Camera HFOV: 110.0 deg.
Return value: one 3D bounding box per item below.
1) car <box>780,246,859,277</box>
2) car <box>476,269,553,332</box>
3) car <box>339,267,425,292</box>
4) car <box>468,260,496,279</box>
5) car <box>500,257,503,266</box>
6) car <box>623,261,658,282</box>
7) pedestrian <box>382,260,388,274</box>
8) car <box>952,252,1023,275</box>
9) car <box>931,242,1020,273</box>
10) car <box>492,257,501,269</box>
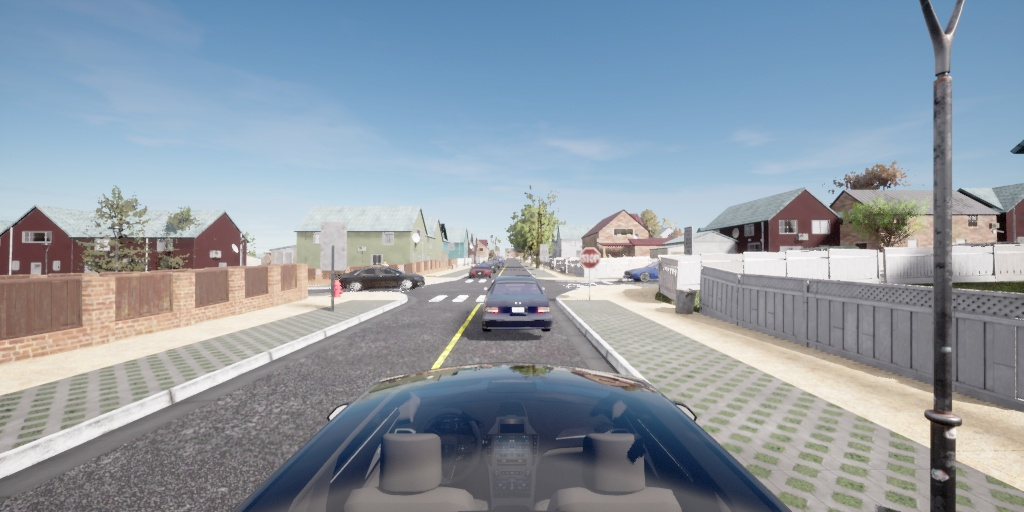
[{"bbox_3d":[20.688,0.409,24.395,5.566,2.045,2.150,-2,-1,0],"label":"car"},{"bbox_3d":[0.093,1.300,10.848,2.033,1.411,5.357,0,0,-1],"label":"car"},{"bbox_3d":[-7.794,1.403,21.761,4.892,1.490,1.837,-2,-1,-8],"label":"car"},{"bbox_3d":[-2.792,1.316,32.801,1.994,1.385,4.181,0,0,0],"label":"car"},{"bbox_3d":[-2.740,1.274,54.122,1.812,1.442,4.674,0,0,0],"label":"car"},{"bbox_3d":[10.409,1.013,24.385,5.357,1.411,2.033,-2,-1,1],"label":"car"},{"bbox_3d":[-9.644,1.212,27.177,0.375,1.860,0.375,0,0,0],"label":"pedestrian"},{"bbox_3d":[28.955,0.469,21.475,4.181,1.385,1.994,-2,-1,0],"label":"car"},{"bbox_3d":[31.406,0.122,24.426,5.566,2.045,2.150,-2,-1,0],"label":"car"},{"bbox_3d":[-2.770,1.243,41.768,2.128,1.511,4.902,0,0,0],"label":"car"}]
